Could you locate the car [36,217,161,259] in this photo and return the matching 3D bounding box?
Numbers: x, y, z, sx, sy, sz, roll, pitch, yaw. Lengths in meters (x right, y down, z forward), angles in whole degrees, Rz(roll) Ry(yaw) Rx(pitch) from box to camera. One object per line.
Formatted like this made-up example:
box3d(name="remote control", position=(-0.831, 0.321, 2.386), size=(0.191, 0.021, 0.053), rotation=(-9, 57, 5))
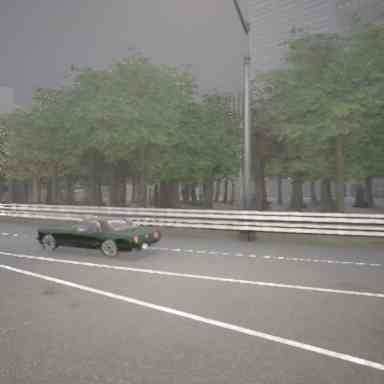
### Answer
box3d(name="car", position=(-3.633, 1.620, 12.646), size=(4.718, 1.301, 1.895), rotation=(0, 0, 26))
